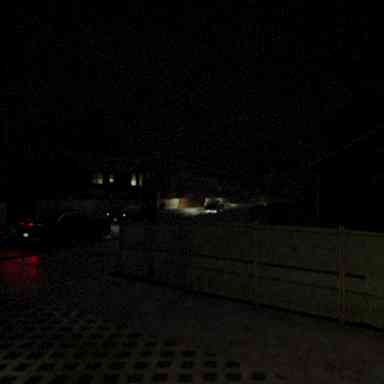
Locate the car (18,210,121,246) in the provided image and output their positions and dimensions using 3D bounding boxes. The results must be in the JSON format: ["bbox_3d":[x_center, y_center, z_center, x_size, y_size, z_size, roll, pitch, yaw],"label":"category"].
[{"bbox_3d":[-5.995,1.625,16.276,2.128,1.511,4.902,1,0,24],"label":"car"}]

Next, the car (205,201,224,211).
[{"bbox_3d":[3.476,1.998,49.526,2.033,1.411,5.357,1,0,18],"label":"car"}]

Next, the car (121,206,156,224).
[{"bbox_3d":[-4.791,1.767,26.457,1.895,1.301,4.718,1,0,22],"label":"car"}]
